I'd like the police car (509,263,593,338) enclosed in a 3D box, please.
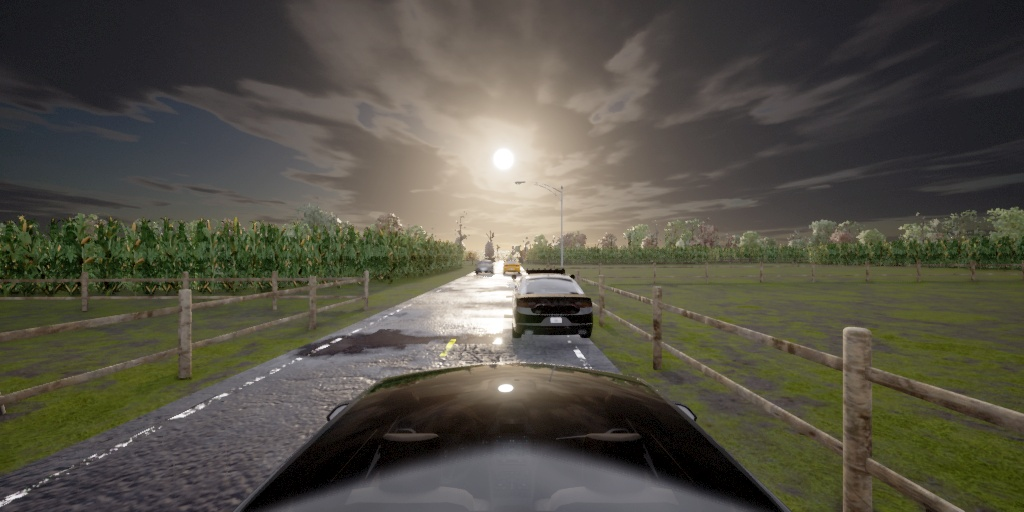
[{"bbox_3d":[0.943,1.175,10.292,1.930,1.638,5.238,0,0,0],"label":"police car"}]

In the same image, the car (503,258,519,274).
[{"bbox_3d":[-0.020,1.211,40.487,1.882,1.535,5.008,0,0,0],"label":"car"}]

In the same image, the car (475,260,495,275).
[{"bbox_3d":[-2.847,1.227,38.262,2.128,1.511,4.902,0,0,0],"label":"car"}]
